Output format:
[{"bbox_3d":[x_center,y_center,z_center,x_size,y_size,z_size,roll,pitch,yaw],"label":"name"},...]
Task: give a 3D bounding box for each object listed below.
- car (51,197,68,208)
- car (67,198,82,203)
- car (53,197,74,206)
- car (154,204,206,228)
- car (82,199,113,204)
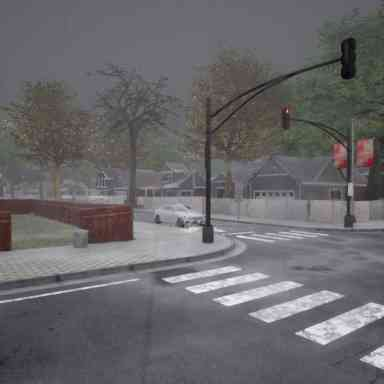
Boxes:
[{"bbox_3d":[-19.902,1.551,49.396,1.882,1.535,5.008,0,-1,-35],"label":"car"},{"bbox_3d":[-16.614,1.651,49.653,1.994,1.385,4.181,0,0,-35],"label":"car"},{"bbox_3d":[-22.266,1.598,57.466,2.128,1.511,4.902,0,0,-36],"label":"car"},{"bbox_3d":[-0.931,1.546,22.678,1.812,1.442,4.674,0,0,-36],"label":"car"},{"bbox_3d":[-9.493,1.519,34.683,1.882,1.535,5.008,0,0,-35],"label":"car"}]
